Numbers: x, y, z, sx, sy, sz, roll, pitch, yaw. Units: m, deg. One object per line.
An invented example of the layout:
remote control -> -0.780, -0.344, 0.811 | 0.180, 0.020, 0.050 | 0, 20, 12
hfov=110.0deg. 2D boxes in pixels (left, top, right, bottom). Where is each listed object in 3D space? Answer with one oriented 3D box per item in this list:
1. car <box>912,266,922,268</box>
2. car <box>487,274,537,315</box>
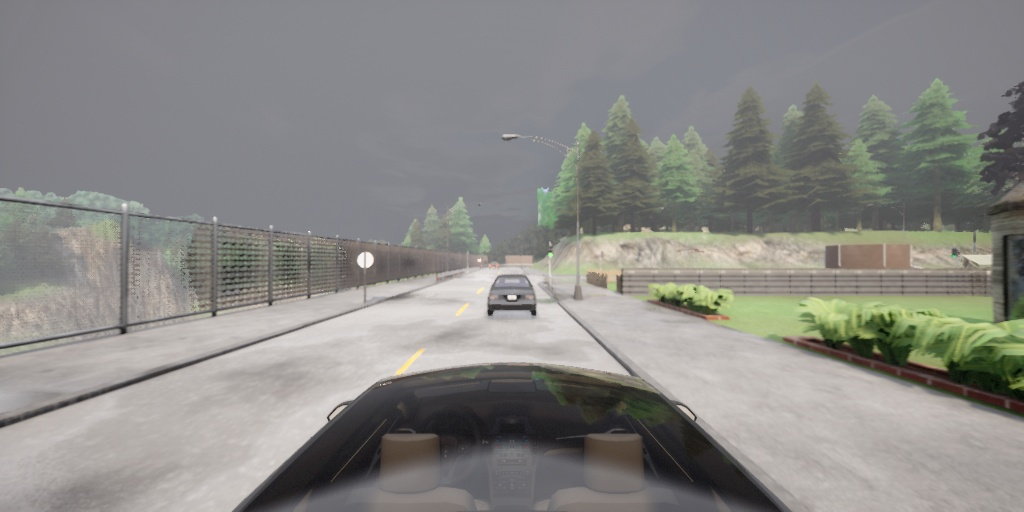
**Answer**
car -> 39.020, 1.356, 37.189 | 5.566, 2.045, 2.150 | 0, -1, 0
car -> 0.005, 1.435, 14.343 | 2.033, 1.411, 5.357 | 0, -1, 0
